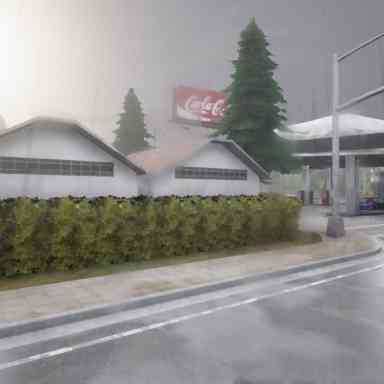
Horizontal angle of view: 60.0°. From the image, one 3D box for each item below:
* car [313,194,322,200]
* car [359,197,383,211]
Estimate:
[{"bbox_3d":[32.997,1.330,89.503,2.152,1.636,5.027,0,0,-36],"label":"car"},{"bbox_3d":[21.881,1.480,40.020,4.611,1.667,2.242,0,0,-36],"label":"car"}]
